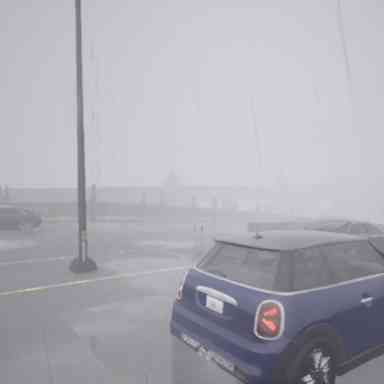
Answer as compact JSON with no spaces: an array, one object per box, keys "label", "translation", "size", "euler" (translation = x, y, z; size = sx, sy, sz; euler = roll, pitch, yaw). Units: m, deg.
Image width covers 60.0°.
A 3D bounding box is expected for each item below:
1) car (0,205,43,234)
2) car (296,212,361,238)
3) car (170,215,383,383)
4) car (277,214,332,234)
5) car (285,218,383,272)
[{"label":"car","translation":[-10.682,1.505,17.848],"size":[4.892,1.490,1.837],"euler":[0,0,-35]},{"label":"car","translation":[9.856,2.403,23.844],"size":[5.008,1.535,1.882],"euler":[6,-4,-35]},{"label":"car","translation":[1.996,1.382,5.170],"size":[4.553,1.767,2.097],"euler":[1,-1,-35]},{"label":"car","translation":[9.473,2.712,27.841],"size":[4.718,1.301,1.895],"euler":[7,-4,-35]},{"label":"car","translation":[5.736,1.749,12.139],"size":[4.892,1.490,1.837],"euler":[3,-2,-35]}]
